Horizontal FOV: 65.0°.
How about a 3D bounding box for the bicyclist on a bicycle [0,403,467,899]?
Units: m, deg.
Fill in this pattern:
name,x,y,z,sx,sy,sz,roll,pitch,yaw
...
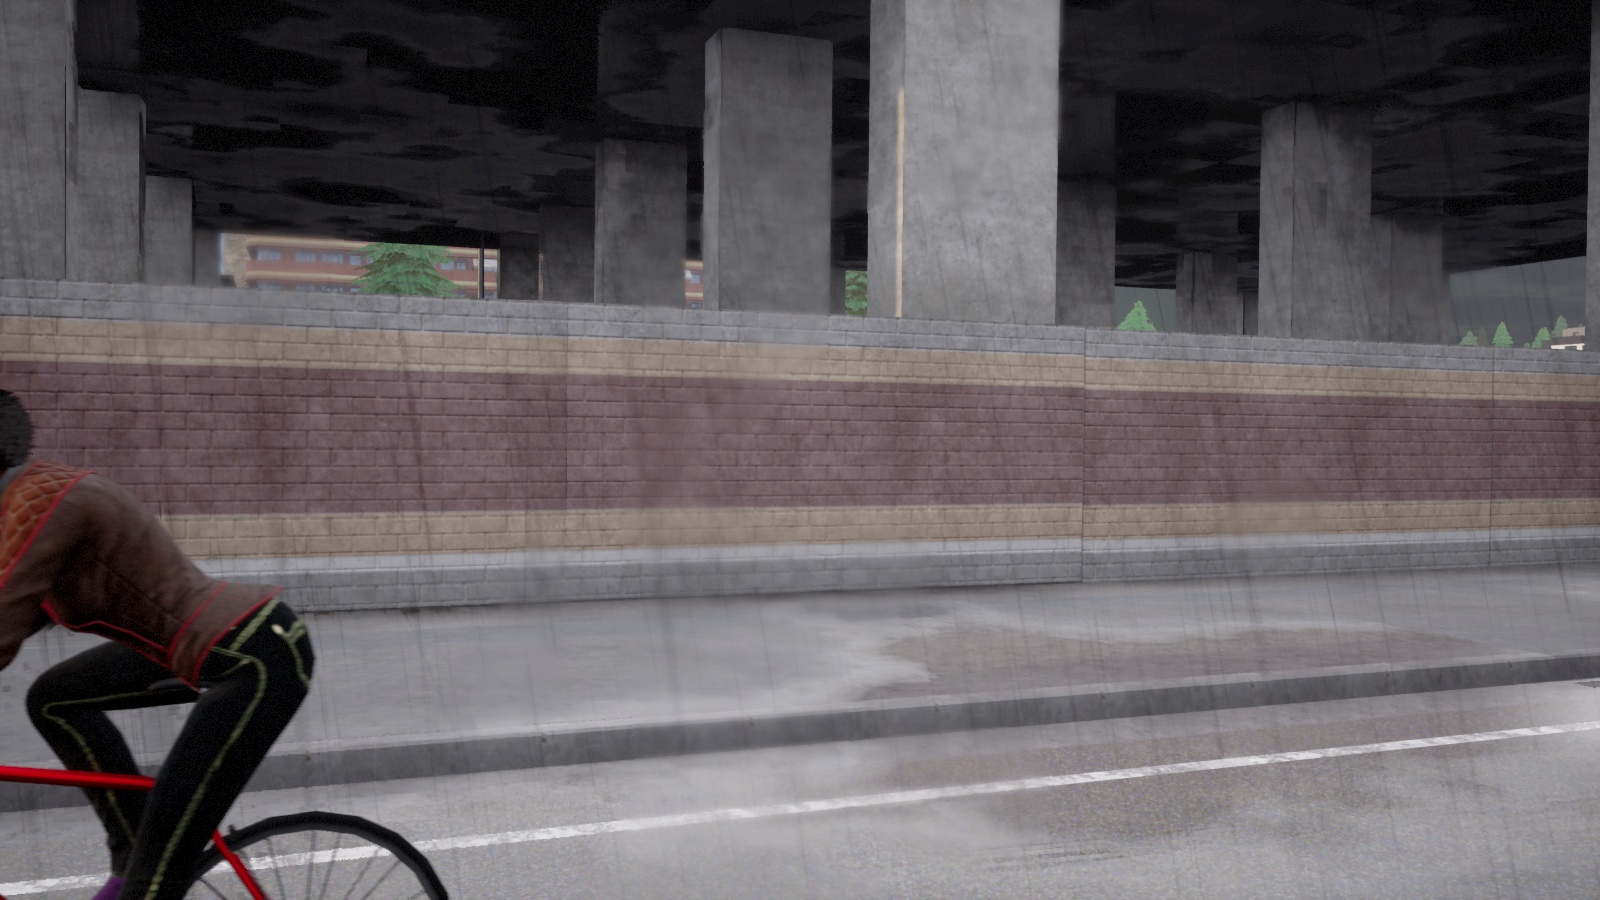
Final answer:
name,x,y,z,sx,sy,sz,roll,pitch,yaw
bicyclist on a bicycle,-1.588,0.725,2.636,1.656,1.620,0.582,-1,1,-21
